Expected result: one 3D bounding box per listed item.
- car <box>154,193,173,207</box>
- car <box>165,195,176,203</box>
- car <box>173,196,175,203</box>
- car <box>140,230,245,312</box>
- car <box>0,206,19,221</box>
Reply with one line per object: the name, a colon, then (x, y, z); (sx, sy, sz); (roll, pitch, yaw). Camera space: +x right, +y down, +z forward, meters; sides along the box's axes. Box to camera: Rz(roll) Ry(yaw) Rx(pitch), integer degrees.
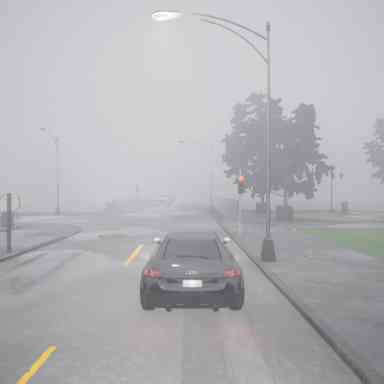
car: (-4.511, 1.221, 51.016); (2.150, 2.045, 5.566); (0, 0, -1)
car: (-4.577, 1.525, 71.510); (2.128, 1.511, 4.902); (0, 0, 0)
car: (-4.557, 1.547, 61.267); (2.033, 1.411, 5.357); (0, 0, 0)
car: (0.001, 1.564, 7.801); (1.994, 1.385, 4.181); (0, 0, 0)
car: (-15.837, 1.352, 25.553); (4.553, 1.767, 2.097); (0, 0, 0)
